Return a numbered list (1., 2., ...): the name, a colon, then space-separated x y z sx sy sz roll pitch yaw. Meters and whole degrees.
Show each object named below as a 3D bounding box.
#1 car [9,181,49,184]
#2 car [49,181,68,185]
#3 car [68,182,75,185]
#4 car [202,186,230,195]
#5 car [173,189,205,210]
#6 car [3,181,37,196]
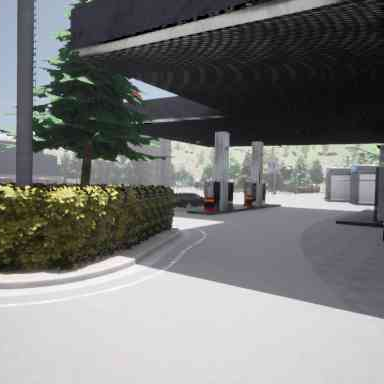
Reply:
1. car: -17.351 -0.184 35.189 3.866 1.878 1.905 2 2 35
2. car: -26.976 -1.264 65.408 3.866 1.878 1.905 2 2 35
3. car: -25.645 -1.289 68.024 4.605 1.855 1.932 2 2 35
4. car: 4.686 -0.310 65.637 5.027 1.636 2.152 2 2 35
5. car: -0.254 0.770 30.150 1.837 1.490 4.892 2 2 35
6. car: -21.902 -0.472 42.394 4.605 1.855 1.932 2 2 35
